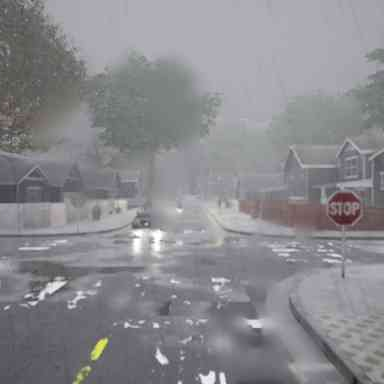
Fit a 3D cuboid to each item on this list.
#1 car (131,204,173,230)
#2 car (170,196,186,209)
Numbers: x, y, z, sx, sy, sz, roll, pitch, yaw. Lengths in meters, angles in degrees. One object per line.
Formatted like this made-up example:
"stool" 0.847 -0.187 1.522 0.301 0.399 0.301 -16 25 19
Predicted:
"car" -2.669 1.744 22.125 1.994 1.385 4.181 0 0 3
"car" -2.489 1.831 51.582 2.128 1.511 4.902 0 0 0
